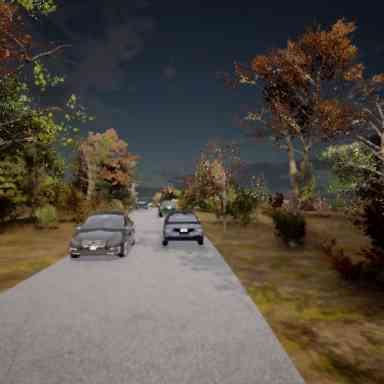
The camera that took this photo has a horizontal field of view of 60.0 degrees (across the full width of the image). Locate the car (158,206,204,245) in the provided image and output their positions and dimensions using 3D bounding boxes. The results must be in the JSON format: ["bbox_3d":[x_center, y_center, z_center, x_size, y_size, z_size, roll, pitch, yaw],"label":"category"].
[{"bbox_3d":[-0.498,1.633,16.089,2.033,1.411,5.357,0,-1,-4],"label":"car"}]

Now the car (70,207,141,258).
[{"bbox_3d":[-3.287,1.560,13.040,1.837,1.490,4.892,0,0,-3],"label":"car"}]

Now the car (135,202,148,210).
[{"bbox_3d":[-8.276,2.287,54.878,1.994,1.385,4.181,0,-1,-8],"label":"car"}]

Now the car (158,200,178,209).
[{"bbox_3d":[-2.619,1.707,36.310,2.097,1.767,4.553,0,-1,-8],"label":"car"}]
